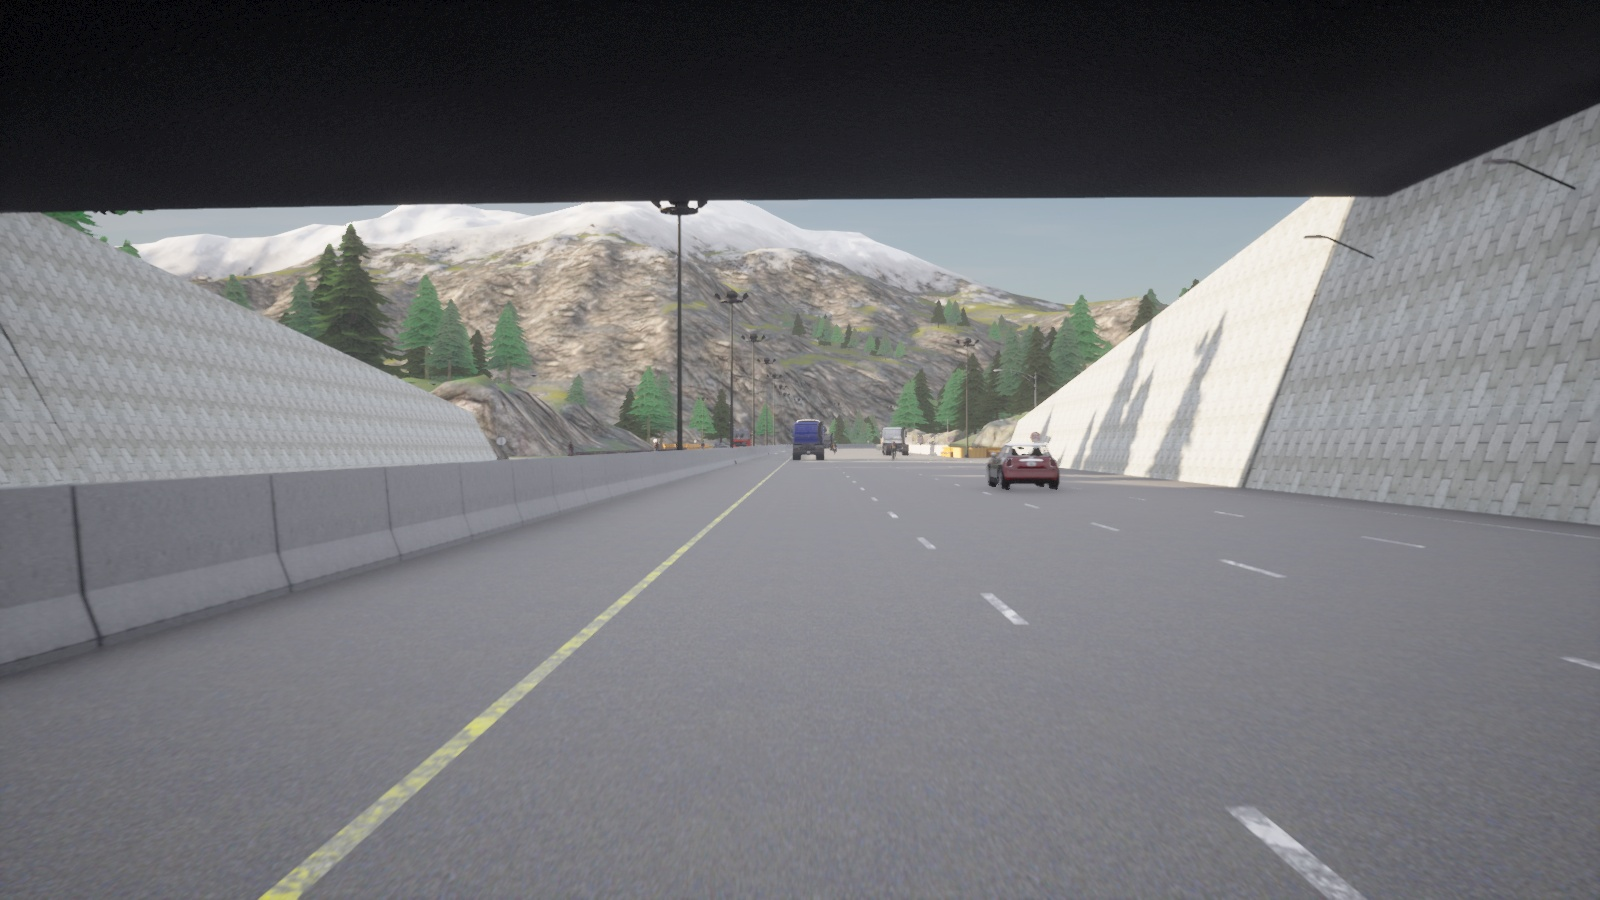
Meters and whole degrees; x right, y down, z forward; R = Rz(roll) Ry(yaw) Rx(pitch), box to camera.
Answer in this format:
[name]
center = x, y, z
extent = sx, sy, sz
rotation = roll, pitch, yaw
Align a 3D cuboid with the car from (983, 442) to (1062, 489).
[car]
center = 7.273, 0.484, 41.366
extent = 1.970, 1.475, 3.806
rotation = 0, 0, 0
